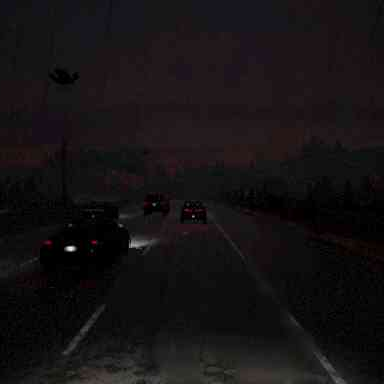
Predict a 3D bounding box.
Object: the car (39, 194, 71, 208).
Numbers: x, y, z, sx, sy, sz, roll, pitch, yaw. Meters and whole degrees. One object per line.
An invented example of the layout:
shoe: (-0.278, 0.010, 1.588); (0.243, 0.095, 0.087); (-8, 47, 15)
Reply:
car: (-17.567, 1.242, 44.099); (2.150, 2.045, 5.566); (0, 0, 0)

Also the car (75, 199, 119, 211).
car: (-6.892, 1.488, 25.502); (2.128, 1.511, 4.902); (0, 0, 0)

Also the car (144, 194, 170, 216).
car: (-3.390, 1.223, 32.679); (2.150, 2.045, 5.566); (0, 0, 0)

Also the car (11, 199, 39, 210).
car: (-21.073, 1.615, 42.533); (1.895, 1.301, 4.718); (0, 0, 0)

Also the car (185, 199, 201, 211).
car: (0.113, 1.616, 42.897); (1.895, 1.301, 4.718); (0, 0, 0)

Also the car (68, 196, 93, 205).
car: (-14.069, 1.509, 43.957); (2.128, 1.511, 4.902); (0, 0, 0)

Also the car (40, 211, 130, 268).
car: (-3.396, 1.560, 11.306); (1.994, 1.385, 4.181); (0, 0, 0)

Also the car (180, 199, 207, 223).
car: (0.108, 1.487, 25.570); (2.128, 1.511, 4.902); (0, 0, 0)
